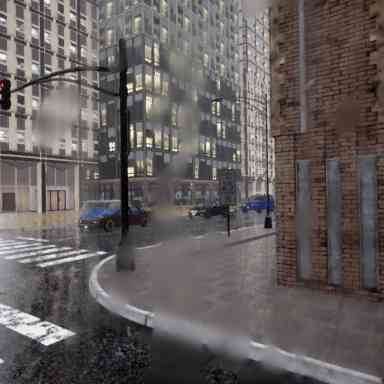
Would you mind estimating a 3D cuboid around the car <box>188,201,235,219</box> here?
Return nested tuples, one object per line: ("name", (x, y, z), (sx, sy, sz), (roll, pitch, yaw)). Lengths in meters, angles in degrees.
("car", (1.570, 1.578, 29.651), (2.128, 1.511, 4.902), (-1, -1, 36))

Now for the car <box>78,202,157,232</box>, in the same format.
("car", (-4.512, 1.614, 21.164), (2.033, 1.411, 5.357), (-1, -1, 36))

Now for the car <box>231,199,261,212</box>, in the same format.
("car", (6.806, 1.689, 41.408), (1.752, 1.417, 4.829), (-2, -1, 36))

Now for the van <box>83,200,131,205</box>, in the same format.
("van", (-6.029, 1.460, 23.499), (1.690, 1.788, 3.998), (-2, -1, 36))

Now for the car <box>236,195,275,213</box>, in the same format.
("car", (7.662, 1.330, 38.145), (2.150, 2.045, 5.566), (-1, -1, 36))
